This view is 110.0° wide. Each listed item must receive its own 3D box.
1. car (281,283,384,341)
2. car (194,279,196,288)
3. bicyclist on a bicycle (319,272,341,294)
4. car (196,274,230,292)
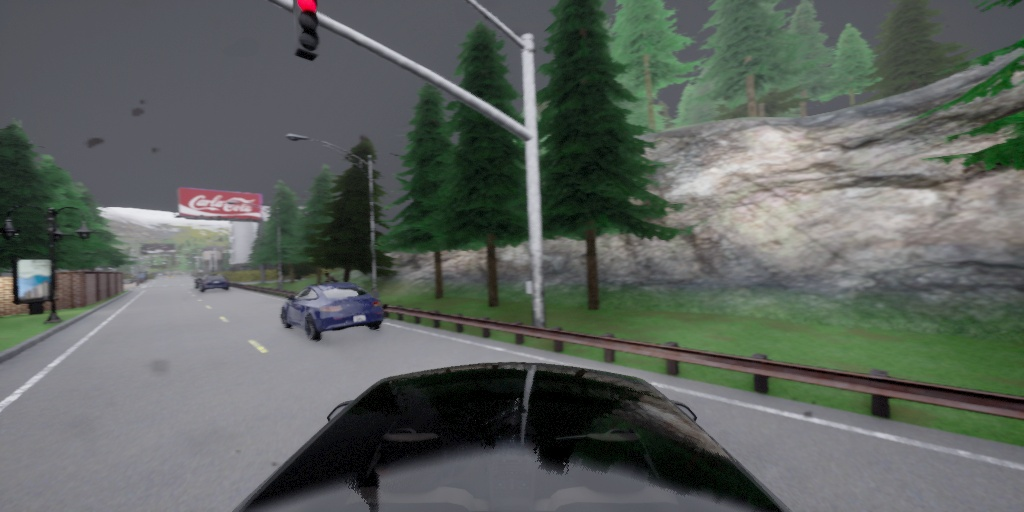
[{"bbox_3d":[-5.554,1.539,10.947,1.812,1.442,4.674,-2,-1,-44],"label":"car"},{"bbox_3d":[-36.906,3.106,43.184,2.128,1.511,4.902,-2,-1,-44],"label":"car"},{"bbox_3d":[-10.662,1.783,21.018,1.656,1.620,0.582,-1,-1,-44],"label":"bicyclist on a bicycle"},{"bbox_3d":[-29.915,2.609,35.999,2.097,1.767,4.553,-2,-1,-43],"label":"car"}]
